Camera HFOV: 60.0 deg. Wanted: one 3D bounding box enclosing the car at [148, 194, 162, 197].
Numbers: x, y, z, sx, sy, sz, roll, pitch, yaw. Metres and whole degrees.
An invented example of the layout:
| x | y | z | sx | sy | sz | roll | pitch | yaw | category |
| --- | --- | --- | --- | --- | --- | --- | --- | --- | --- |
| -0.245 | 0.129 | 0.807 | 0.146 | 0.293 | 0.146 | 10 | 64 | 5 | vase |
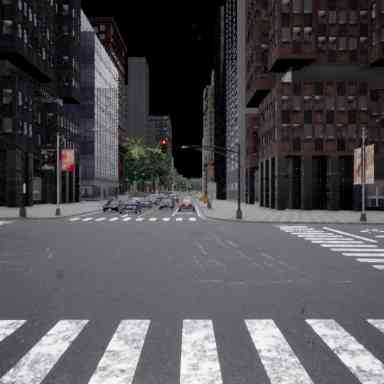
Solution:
| x | y | z | sx | sy | sz | roll | pitch | yaw | category |
| --- | --- | --- | --- | --- | --- | --- | --- | --- | --- |
| -6.549 | 1.551 | 55.571 | 1.837 | 1.490 | 4.892 | 0 | 0 | 0 | car |

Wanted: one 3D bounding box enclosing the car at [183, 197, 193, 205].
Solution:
| x | y | z | sx | sy | sz | roll | pitch | yaw | category |
| --- | --- | --- | --- | --- | --- | --- | --- | --- | --- |
| -0.735 | 1.603 | 60.694 | 1.887 | 1.381 | 4.507 | 0 | 0 | 0 | car |

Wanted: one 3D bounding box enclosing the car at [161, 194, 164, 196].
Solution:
| x | y | z | sx | sy | sz | roll | pitch | yaw | category |
| --- | --- | --- | --- | --- | --- | --- | --- | --- | --- |
| -9.431 | 1.449 | 87.777 | 2.192 | 1.841 | 5.009 | 0 | 0 | 0 | car |

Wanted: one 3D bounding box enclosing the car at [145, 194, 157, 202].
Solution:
| x | y | z | sx | sy | sz | roll | pitch | yaw | category |
| --- | --- | --- | --- | --- | --- | --- | --- | --- | --- |
| -9.363 | 1.417 | 76.926 | 2.192 | 1.841 | 5.009 | 0 | 0 | 0 | car |

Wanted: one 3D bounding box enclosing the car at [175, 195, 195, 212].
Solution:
| x | y | z | sx | sy | sz | roll | pitch | yaw | category |
| --- | --- | --- | --- | --- | --- | --- | --- | --- | --- |
| -0.599 | 1.448 | 38.995 | 1.967 | 1.590 | 4.097 | 0 | 0 | 0 | car |

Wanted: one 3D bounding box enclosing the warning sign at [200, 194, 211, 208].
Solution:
| x | y | z | sx | sy | sz | roll | pitch | yaw | category |
| --- | --- | --- | --- | --- | --- | --- | --- | --- | --- |
| 1.689 | 1.132 | 42.679 | 1.300 | 1.860 | 1.060 | 0 | 0 | 0 | warning sign |

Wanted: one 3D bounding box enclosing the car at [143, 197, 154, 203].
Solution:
| x | y | z | sx | sy | sz | roll | pitch | yaw | category |
| --- | --- | --- | --- | --- | --- | --- | --- | --- | --- |
| -9.328 | 1.669 | 71.499 | 1.802 | 1.307 | 4.206 | 0 | 0 | 0 | car |

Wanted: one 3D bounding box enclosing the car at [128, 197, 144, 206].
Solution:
| x | y | z | sx | sy | sz | roll | pitch | yaw | category |
| --- | --- | --- | --- | --- | --- | --- | --- | --- | --- |
| -9.225 | 1.570 | 55.051 | 1.752 | 1.417 | 4.829 | 0 | 0 | 0 | car |

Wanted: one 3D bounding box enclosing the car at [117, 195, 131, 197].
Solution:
| x | y | z | sx | sy | sz | roll | pitch | yaw | category |
| --- | --- | --- | --- | --- | --- | --- | --- | --- | --- |
| -9.159 | 1.335 | 44.370 | 2.192 | 1.841 | 5.009 | 0 | 0 | 0 | car |

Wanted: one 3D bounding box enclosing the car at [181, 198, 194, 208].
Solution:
| x | y | z | sx | sy | sz | roll | pitch | yaw | category |
| --- | --- | --- | --- | --- | --- | --- | --- | --- | --- |
| -0.667 | 1.614 | 49.844 | 1.802 | 1.307 | 4.206 | 0 | 0 | 0 | car |

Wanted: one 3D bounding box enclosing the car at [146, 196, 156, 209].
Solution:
| x | y | z | sx | sy | sz | roll | pitch | yaw | category |
| --- | --- | --- | --- | --- | --- | --- | --- | --- | --- |
| -6.506 | 1.586 | 45.378 | 1.994 | 1.385 | 4.181 | 0 | 0 | -1 | car |

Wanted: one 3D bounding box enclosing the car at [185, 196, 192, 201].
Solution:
| x | y | z | sx | sy | sz | roll | pitch | yaw | category |
| --- | --- | --- | --- | --- | --- | --- | --- | --- | --- |
| -0.940 | 1.695 | 93.243 | 1.887 | 1.381 | 4.507 | 0 | 0 | 0 | car |

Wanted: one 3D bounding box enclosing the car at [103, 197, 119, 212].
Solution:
| x | y | z | sx | sy | sz | roll | pitch | yaw | category |
| --- | --- | --- | --- | --- | --- | --- | --- | --- | --- |
| -9.124 | 1.574 | 38.944 | 1.947 | 1.339 | 4.313 | 0 | 0 | 0 | car |

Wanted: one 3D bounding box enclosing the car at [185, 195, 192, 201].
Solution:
| x | y | z | sx | sy | sz | roll | pitch | yaw | category |
| --- | --- | --- | --- | --- | --- | --- | --- | --- | --- |
| -0.905 | 1.574 | 87.819 | 1.967 | 1.590 | 4.097 | 0 | 0 | 0 | car |

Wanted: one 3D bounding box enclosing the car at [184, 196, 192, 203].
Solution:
| x | y | z | sx | sy | sz | roll | pitch | yaw | category |
| --- | --- | --- | --- | --- | --- | --- | --- | --- | --- |
| -0.804 | 1.612 | 71.714 | 1.752 | 1.417 | 4.829 | 0 | 0 | 0 | car |

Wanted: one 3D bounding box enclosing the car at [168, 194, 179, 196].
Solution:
| x | y | z | sx | sy | sz | roll | pitch | yaw | category |
| --- | --- | --- | --- | --- | --- | --- | --- | --- | --- |
| -3.445 | 1.603 | 68.414 | 1.812 | 1.442 | 4.674 | 0 | 0 | 0 | car |

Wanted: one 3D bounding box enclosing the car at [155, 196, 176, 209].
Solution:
| x | y | z | sx | sy | sz | roll | pitch | yaw | category |
| --- | --- | --- | --- | --- | --- | --- | --- | --- | --- |
| -3.289 | 1.567 | 44.410 | 2.033 | 1.411 | 5.357 | 0 | 0 | 0 | car |

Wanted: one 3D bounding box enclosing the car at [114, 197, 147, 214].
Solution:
| x | y | z | sx | sy | sz | roll | pitch | yaw | category |
| --- | --- | --- | --- | --- | --- | --- | --- | --- | --- |
| -6.446 | 1.548 | 35.423 | 2.033 | 1.411 | 5.357 | 0 | 0 | -1 | car |
